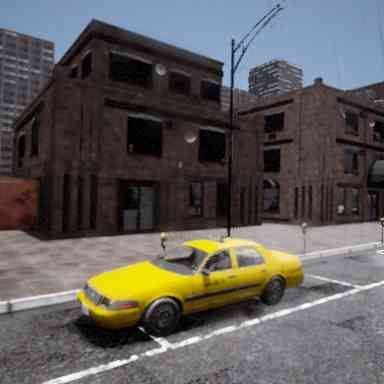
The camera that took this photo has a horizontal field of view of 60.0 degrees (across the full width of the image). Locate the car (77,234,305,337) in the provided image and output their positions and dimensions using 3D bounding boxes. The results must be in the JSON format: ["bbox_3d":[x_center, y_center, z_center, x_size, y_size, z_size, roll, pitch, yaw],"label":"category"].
[{"bbox_3d":[0.270,1.570,6.696,4.829,1.417,1.752,1,1,-36],"label":"car"}]
